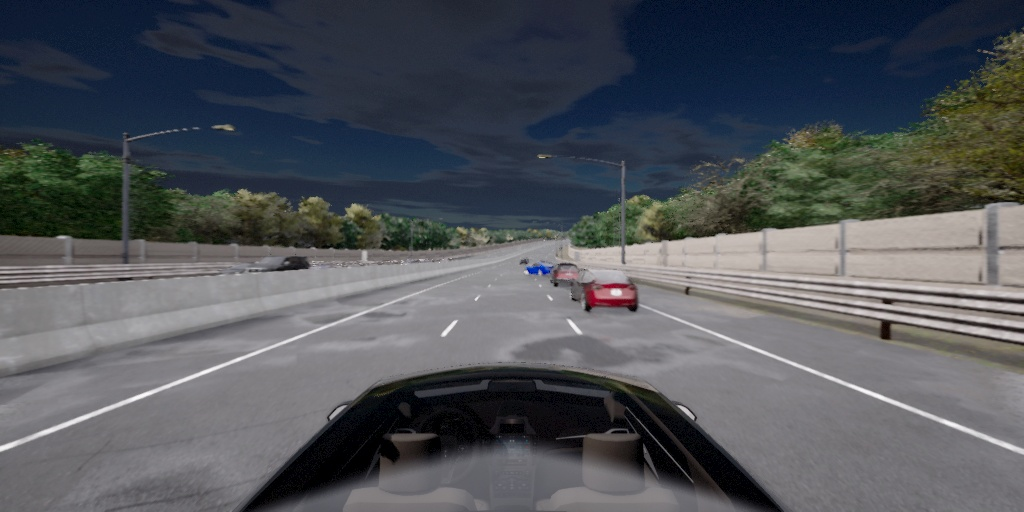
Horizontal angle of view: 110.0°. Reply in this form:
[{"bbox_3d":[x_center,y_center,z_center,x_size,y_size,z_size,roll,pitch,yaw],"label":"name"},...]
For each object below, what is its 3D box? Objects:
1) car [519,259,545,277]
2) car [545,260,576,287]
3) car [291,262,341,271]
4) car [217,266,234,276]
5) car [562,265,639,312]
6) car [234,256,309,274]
[{"bbox_3d":[3.018,1.367,37.818,1.882,1.535,5.008,0,-1,-26],"label":"car"},{"bbox_3d":[3.714,1.251,25.366,2.033,1.649,4.856,0,0,1],"label":"car"},{"bbox_3d":[-13.829,1.335,26.528,1.994,1.385,4.181,0,0,1],"label":"car"},{"bbox_3d":[-20.788,1.264,28.377,1.837,1.490,4.892,0,-1,2],"label":"car"},{"bbox_3d":[3.554,1.282,14.500,2.163,1.488,4.792,0,0,1],"label":"car"},{"bbox_3d":[-17.331,0.981,26.763,2.150,2.045,5.566,0,0,1],"label":"car"}]
